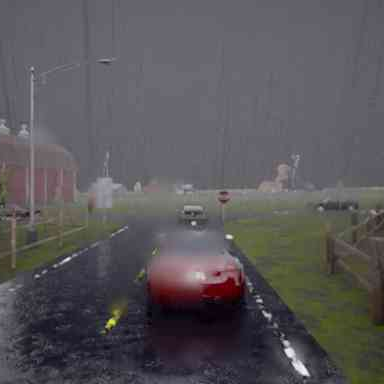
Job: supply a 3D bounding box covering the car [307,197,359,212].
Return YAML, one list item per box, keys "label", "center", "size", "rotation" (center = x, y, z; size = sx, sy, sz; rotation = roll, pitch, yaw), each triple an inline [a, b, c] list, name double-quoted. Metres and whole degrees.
- label: "car"
  center: [14.213, 1.204, 33.723]
  size: [5.008, 1.535, 1.882]
  rotation: [-1, 0, -4]

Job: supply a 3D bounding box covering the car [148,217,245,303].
- label: "car"
  center: [0.095, 1.558, 8.254]
  size: [1.994, 1.385, 4.181]
  rotation: [0, 0, 0]

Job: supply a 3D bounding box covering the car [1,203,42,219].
- label: "car"
  center: [-17.004, 1.768, 31.224]
  size: [5.357, 1.411, 2.033]
  rotation: [-1, -1, 5]

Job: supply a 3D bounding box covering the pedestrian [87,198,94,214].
- label: "pedestrian"
  center: [-11.198, 1.460, 36.667]
  size: [0.375, 1.860, 0.375]
  rotation: [0, 0, 4]

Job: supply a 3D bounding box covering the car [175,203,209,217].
- label: "car"
  center: [-0.012, 1.489, 21.119]
  size: [1.837, 1.490, 4.892]
  rotation: [0, 0, -3]
